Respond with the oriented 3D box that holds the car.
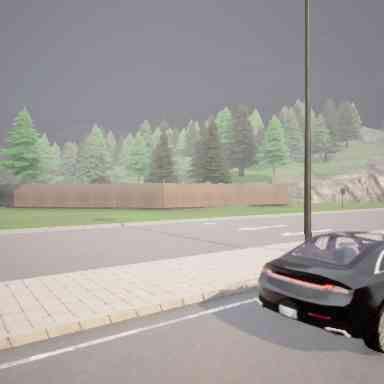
[{"bbox_3d":[3.348,1.492,6.141,4.902,1.511,2.128,0,0,-35],"label":"car"}]
